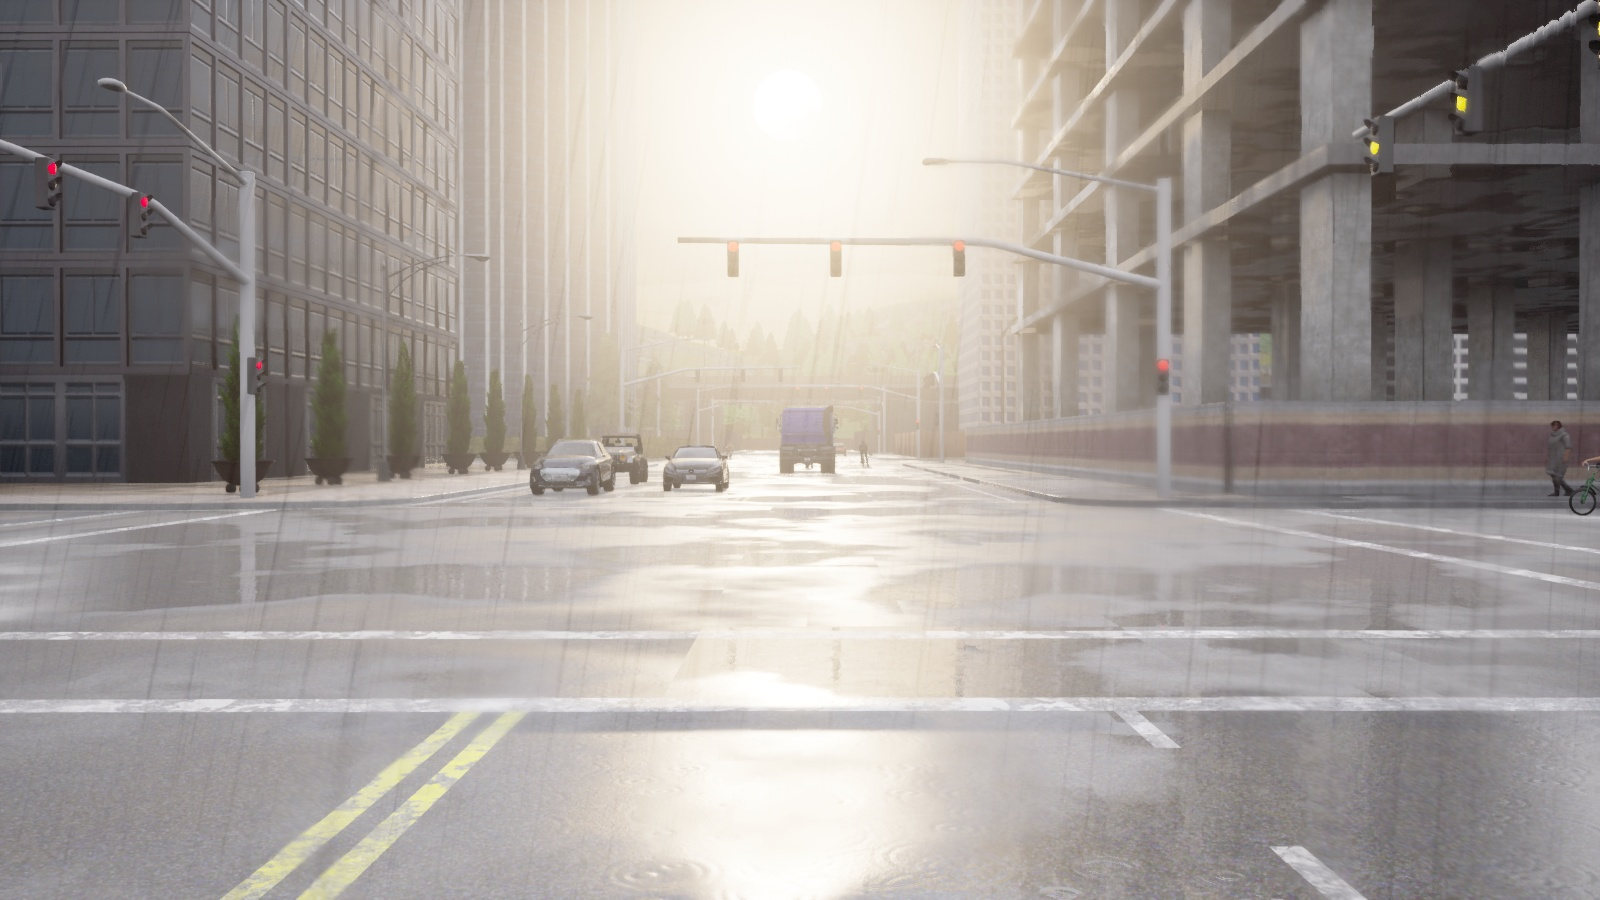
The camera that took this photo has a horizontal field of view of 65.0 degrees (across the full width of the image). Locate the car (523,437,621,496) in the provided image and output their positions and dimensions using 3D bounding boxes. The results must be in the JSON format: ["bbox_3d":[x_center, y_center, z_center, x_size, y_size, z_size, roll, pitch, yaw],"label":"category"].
[{"bbox_3d":[-6.774,0.457,37.851,2.033,1.649,4.856,0,0,0],"label":"car"}]

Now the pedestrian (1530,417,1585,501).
[{"bbox_3d":[17.822,0.199,29.563,0.873,1.952,0.659,0,0,0],"label":"pedestrian"}]

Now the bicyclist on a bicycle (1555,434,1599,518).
[{"bbox_3d":[15.731,0.502,24.463,1.509,1.612,0.866,0,0,0],"label":"bicyclist on a bicycle"}]

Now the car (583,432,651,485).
[{"bbox_3d":[-6.726,0.274,46.513,1.905,1.878,3.866,0,0,0],"label":"car"}]

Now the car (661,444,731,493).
[{"bbox_3d":[-3.261,0.543,40.083,1.812,1.442,4.674,0,0,0],"label":"car"}]

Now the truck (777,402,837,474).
[{"bbox_3d":[0.376,-0.599,64.556,2.891,3.462,7.936,0,0,0],"label":"truck"}]
